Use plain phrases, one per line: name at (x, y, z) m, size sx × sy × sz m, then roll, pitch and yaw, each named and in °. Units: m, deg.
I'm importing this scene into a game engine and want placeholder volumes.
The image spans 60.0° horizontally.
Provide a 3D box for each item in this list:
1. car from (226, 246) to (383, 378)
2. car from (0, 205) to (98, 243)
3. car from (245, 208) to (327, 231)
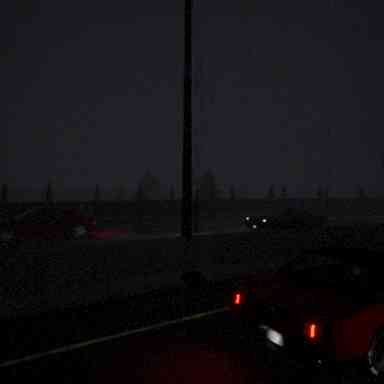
car at (2.963, 1.592, 5.472) m, size 4.718 × 1.301 × 1.895 m, roll 0°, pitch 0°, yaw -32°
car at (-7.084, 1.427, 15.850) m, size 5.008 × 1.535 × 1.882 m, roll 0°, pitch 0°, yaw -33°
car at (5.373, 1.575, 19.057) m, size 4.718 × 1.301 × 1.895 m, roll 0°, pitch 0°, yaw -27°
